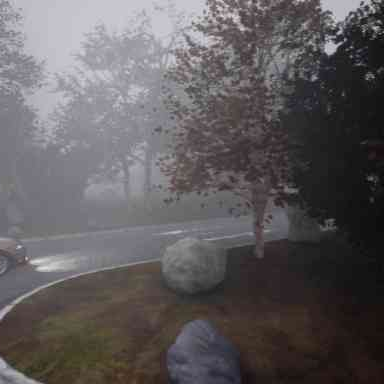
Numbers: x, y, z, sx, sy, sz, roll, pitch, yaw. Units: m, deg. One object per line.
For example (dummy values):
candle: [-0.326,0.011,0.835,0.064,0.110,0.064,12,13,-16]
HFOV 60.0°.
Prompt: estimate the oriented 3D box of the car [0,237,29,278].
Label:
car: [-6.568,1.587,8.578,4.181,1.385,1.994,-2,0,-35]

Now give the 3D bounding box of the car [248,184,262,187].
car: [10.101,-0.757,54.569,1.812,1.442,4.674,-2,3,-33]
